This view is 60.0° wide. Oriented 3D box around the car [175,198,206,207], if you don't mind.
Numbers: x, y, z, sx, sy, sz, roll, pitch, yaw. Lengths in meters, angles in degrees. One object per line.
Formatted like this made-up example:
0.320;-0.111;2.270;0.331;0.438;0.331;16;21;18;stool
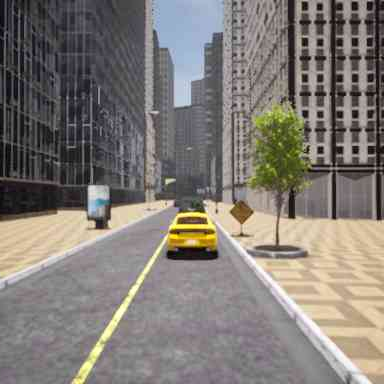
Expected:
0.008;1.537;27.584;2.150;2.045;5.566;0;0;0;car

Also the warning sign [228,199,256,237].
2.516;1.303;16.922;1.300;1.860;1.060;0;-1;0;warning sign

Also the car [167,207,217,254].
0.026;1.634;14.247;1.882;1.535;5.008;0;0;0;car

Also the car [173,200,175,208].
-2.772;2.255;65.708;1.882;1.535;5.008;0;-1;0;car
